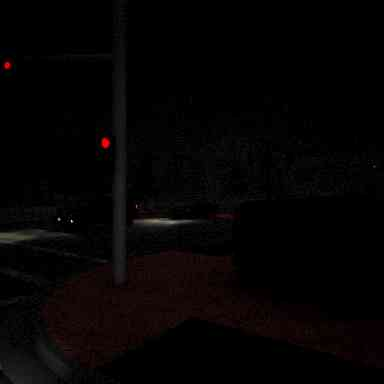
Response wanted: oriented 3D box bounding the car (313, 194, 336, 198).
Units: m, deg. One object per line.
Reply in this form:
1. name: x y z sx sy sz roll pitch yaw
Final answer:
1. car: 14.430 1.221 35.518 2.150 2.045 5.566 0 0 39

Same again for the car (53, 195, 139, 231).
1. car: -5.952 1.221 21.344 2.150 2.045 5.566 0 0 38

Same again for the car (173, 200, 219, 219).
1. car: 0.404 1.478 29.367 1.882 1.535 5.008 0 0 39
